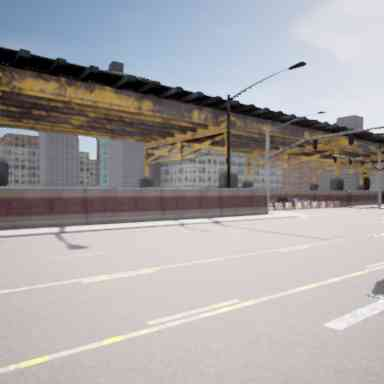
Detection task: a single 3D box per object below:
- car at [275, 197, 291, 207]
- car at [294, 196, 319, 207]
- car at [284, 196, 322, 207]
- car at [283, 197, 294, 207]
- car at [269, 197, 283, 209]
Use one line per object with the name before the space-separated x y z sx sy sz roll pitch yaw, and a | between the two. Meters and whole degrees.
car | 12.373 1.270 45.230 1.853 1.218 4.536 0 0 18
car | 16.215 1.267 48.935 4.536 1.218 1.853 0 0 -7
car | 16.266 1.424 48.941 4.974 1.542 2.038 0 0 -7
car | 12.357 1.428 45.181 2.038 1.542 4.974 0 0 18
car | 8.613 1.431 42.494 4.974 1.542 2.038 0 0 8
